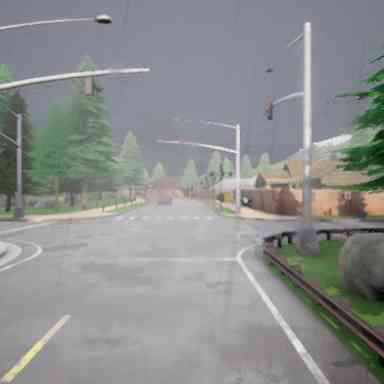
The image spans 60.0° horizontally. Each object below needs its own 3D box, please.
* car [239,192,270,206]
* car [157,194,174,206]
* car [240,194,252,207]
[{"bbox_3d":[8.455,0.960,45.273,3.866,1.878,1.905,0,0,-1],"label":"car"},{"bbox_3d":[-4.017,1.336,49.252,1.994,1.385,4.181,0,0,0],"label":"car"},{"bbox_3d":[8.868,0.969,42.762,4.605,1.855,1.932,0,0,-1],"label":"car"}]
